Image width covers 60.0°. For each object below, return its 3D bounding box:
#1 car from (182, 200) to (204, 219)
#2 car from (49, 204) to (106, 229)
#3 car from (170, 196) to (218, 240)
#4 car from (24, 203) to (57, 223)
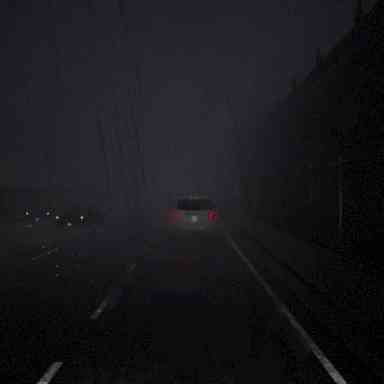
[{"bbox_3d":[0.113,1.458,29.398,1.812,1.442,4.674,0,0,0],"label":"car"},{"bbox_3d":[-7.068,1.551,21.396,1.895,1.301,4.718,0,0,0],"label":"car"},{"bbox_3d":[0.108,1.185,16.753,2.150,2.045,5.566,0,0,0],"label":"car"},{"bbox_3d":[-10.545,1.542,24.908,1.895,1.301,4.718,0,0,0],"label":"car"}]
